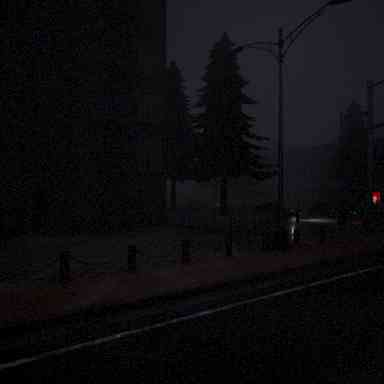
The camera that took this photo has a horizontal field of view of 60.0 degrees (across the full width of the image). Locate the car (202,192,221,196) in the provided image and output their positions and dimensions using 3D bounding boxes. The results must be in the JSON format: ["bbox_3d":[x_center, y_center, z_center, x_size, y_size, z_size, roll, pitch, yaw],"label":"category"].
[{"bbox_3d":[5.304,1.113,92.476,1.932,1.855,4.605,0,0,-37],"label":"car"}]

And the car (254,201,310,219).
[{"bbox_3d":[7.616,1.541,29.505,1.812,1.442,4.674,0,0,-38],"label":"car"}]

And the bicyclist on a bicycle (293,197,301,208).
[{"bbox_3d":[11.559,1.316,36.665,1.656,1.620,0.582,0,0,-37],"label":"bicyclist on a bicycle"}]

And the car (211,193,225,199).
[{"bbox_3d":[7.394,1.092,94.536,1.905,1.878,3.866,0,0,-37],"label":"car"}]

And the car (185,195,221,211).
[{"bbox_3d":[1.418,1.493,37.698,1.882,1.535,5.008,0,0,-37],"label":"car"}]

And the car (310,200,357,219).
[{"bbox_3d":[12.096,1.519,29.699,1.837,1.490,4.892,0,0,-37],"label":"car"}]
